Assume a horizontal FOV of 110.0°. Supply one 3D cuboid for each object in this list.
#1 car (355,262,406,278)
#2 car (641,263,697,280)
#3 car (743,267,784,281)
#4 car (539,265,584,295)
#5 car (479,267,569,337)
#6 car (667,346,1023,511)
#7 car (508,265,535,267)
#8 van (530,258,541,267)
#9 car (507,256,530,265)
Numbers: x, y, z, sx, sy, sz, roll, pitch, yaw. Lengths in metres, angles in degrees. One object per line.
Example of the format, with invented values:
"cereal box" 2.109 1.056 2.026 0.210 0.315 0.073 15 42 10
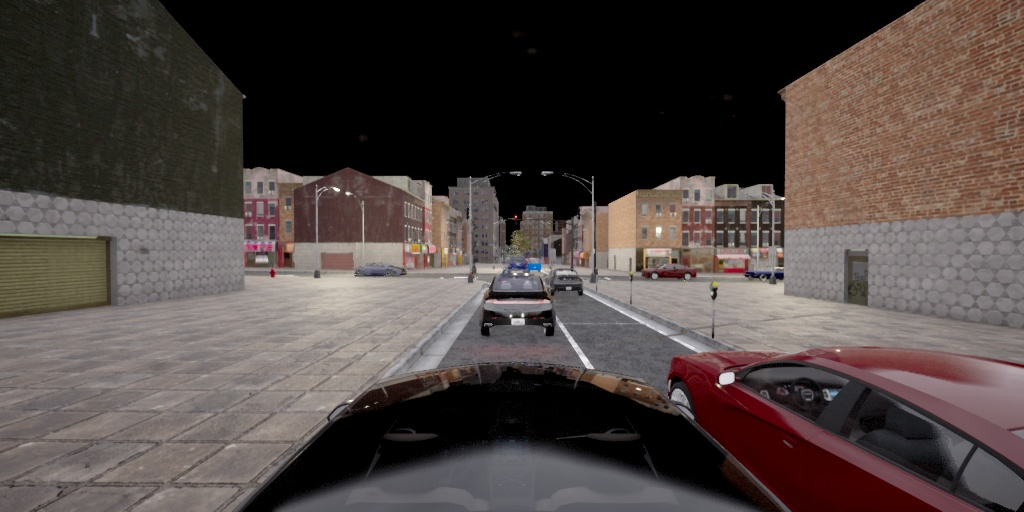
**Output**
"car" -11.450 1.239 31.387 4.181 1.385 1.994 1 1 0
"car" 14.863 1.462 34.152 5.008 1.535 1.882 1 1 0
"car" 24.823 1.716 34.087 4.718 1.301 1.895 1 1 0
"car" 2.723 1.316 19.263 2.007 1.370 4.403 0 0 0
"car" 0.142 1.243 10.353 2.128 1.511 4.902 0 0 0
"car" 2.637 1.294 2.387 1.888 1.381 4.507 0 0 0
"car" 0.219 1.369 20.396 1.895 1.301 4.718 0 0 1
"van" 2.861 1.210 46.217 1.690 1.789 3.998 0 0 0
"car" 0.594 1.073 42.325 2.150 2.045 5.566 0 0 -2
